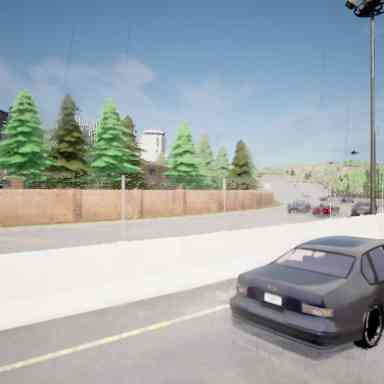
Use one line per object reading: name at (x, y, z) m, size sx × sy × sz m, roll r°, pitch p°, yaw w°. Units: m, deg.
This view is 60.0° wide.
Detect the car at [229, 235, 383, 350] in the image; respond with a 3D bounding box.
car at (3.083, 1.567, 6.327) m, size 5.357 × 1.411 × 2.033 m, roll 0°, pitch 0°, yaw -40°
